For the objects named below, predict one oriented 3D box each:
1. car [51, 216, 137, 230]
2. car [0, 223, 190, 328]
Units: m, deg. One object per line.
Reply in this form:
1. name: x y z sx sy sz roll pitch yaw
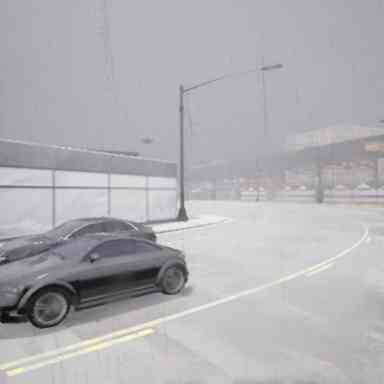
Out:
1. car: -3.378 1.586 10.618 4.892 1.490 1.837 0 -1 -43
2. car: -2.069 1.618 7.168 4.181 1.385 1.994 0 0 -40
